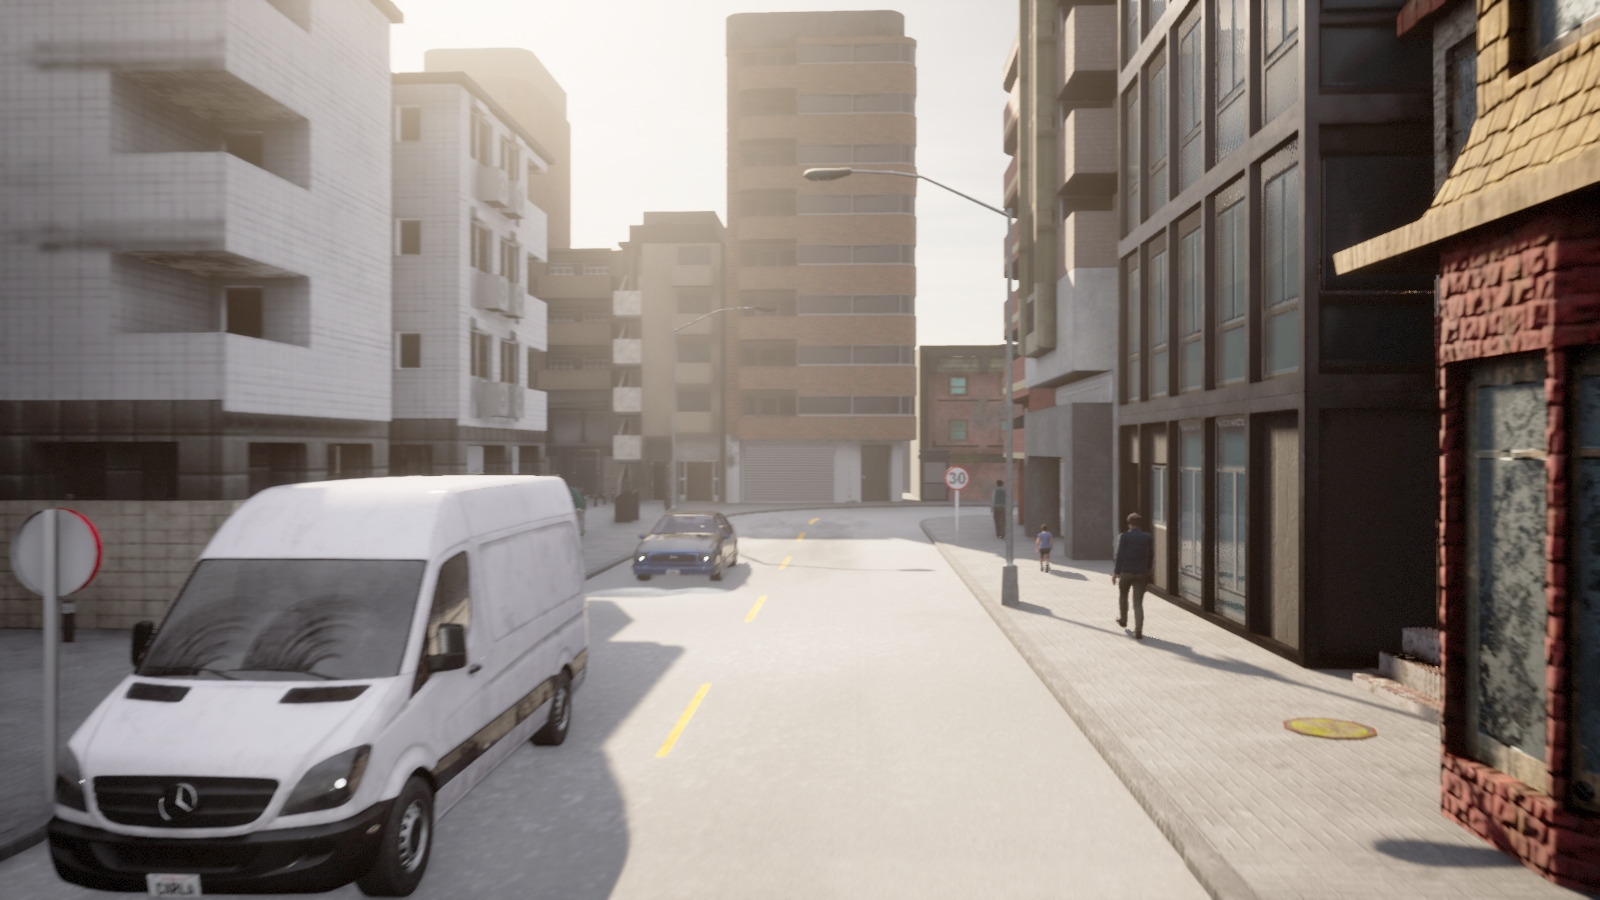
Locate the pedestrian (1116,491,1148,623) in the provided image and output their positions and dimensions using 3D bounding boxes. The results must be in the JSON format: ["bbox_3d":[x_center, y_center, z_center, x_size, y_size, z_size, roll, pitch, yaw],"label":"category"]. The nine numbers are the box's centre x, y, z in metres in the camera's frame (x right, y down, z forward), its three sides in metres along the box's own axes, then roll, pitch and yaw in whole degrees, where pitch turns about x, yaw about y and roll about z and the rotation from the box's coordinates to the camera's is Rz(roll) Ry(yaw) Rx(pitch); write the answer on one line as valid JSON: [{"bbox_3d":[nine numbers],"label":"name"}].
[{"bbox_3d":[4.769,1.526,16.420,0.375,1.860,0.375,0,0,4],"label":"pedestrian"}]

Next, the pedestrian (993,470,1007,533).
[{"bbox_3d":[5.964,1.529,34.073,0.375,1.860,0.375,0,0,5],"label":"pedestrian"}]

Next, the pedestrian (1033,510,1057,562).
[{"bbox_3d":[5.437,1.906,25.386,0.500,1.100,0.500,0,0,9],"label":"pedestrian"}]

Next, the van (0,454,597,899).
[{"bbox_3d":[-3.301,1.313,9.228,1.988,2.561,5.915,0,0,3],"label":"van"}]

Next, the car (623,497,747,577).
[{"bbox_3d":[-2.467,1.884,25.986,2.033,1.411,5.357,0,0,3],"label":"car"}]
